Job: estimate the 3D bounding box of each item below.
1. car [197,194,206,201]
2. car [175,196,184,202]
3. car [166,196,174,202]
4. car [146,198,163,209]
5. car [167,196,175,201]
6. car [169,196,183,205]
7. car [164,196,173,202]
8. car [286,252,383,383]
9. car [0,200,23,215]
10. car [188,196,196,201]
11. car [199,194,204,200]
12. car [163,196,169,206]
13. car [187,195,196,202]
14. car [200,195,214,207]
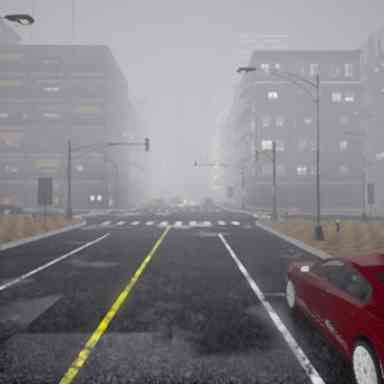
[{"bbox_3d":[2.673,1.575,92.571,2.192,1.841,5.009,1,0,0],"label":"car"},{"bbox_3d":[-3.023,1.701,81.665,2.033,1.411,5.357,0,0,0],"label":"car"},{"bbox_3d":[-5.709,1.794,87.058,2.008,1.369,4.403,1,0,0],"label":"car"},{"bbox_3d":[-5.696,1.656,48.224,1.752,1.417,4.829,1,0,0],"label":"car"},{"bbox_3d":[-5.710,1.805,92.581,1.887,1.381,4.507,1,0,0],"label":"car"},{"bbox_3d":[-3.032,1.705,65.328,1.812,1.442,4.674,0,0,0],"label":"car"},{"bbox_3d":[-5.707,1.752,81.364,1.752,1.417,4.829,1,0,0],"label":"car"},{"bbox_3d":[2.697,1.558,4.869,1.887,1.381,4.507,1,0,0],"label":"car"},{"bbox_3d":[-17.260,1.338,29.266,4.507,1.381,1.887,1,-2,0],"label":"car"},{"bbox_3d":[-0.026,1.723,90.172,2.033,1.411,5.357,0,0,0],"label":"car"},{"bbox_3d":[2.682,1.603,59.429,1.967,1.590,4.097,1,0,0],"label":"car"},{"bbox_3d":[-5.700,1.707,59.440,1.887,1.381,4.507,1,0,0],"label":"car"},{"bbox_3d":[-0.023,1.577,80.136,2.097,1.767,4.553,0,0,0],"label":"car"},{"bbox_3d":[2.682,1.692,53.905,1.887,1.381,4.507,1,0,0],"label":"car"}]
